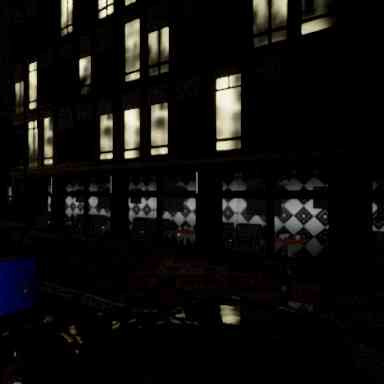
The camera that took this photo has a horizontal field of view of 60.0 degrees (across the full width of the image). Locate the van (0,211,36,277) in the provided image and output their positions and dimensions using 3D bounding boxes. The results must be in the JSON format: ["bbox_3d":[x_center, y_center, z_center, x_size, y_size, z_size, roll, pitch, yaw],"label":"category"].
[{"bbox_3d":[-4.520,1.314,6.061,3.998,1.788,1.690,0,0,35],"label":"van"}]

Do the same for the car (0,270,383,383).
[{"bbox_3d":[0.111,1.576,2.758,4.206,1.307,1.802,0,0,35],"label":"car"}]

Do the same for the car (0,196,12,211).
[{"bbox_3d":[-14.413,1.247,28.173,2.192,1.841,5.009,0,0,35],"label":"car"}]
